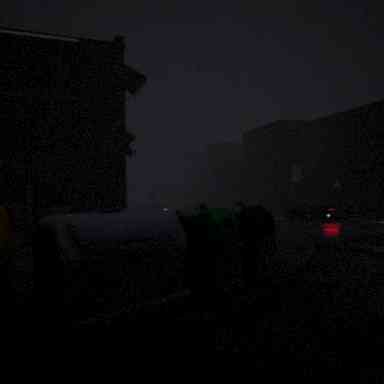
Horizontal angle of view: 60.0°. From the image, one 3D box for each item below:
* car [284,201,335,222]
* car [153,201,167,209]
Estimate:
[{"bbox_3d":[9.225,1.502,26.528,1.837,1.490,4.892,-1,-1,-17],"label":"car"},{"bbox_3d":[-5.966,2.322,60.287,1.994,1.385,4.181,-1,1,-19],"label":"car"}]
